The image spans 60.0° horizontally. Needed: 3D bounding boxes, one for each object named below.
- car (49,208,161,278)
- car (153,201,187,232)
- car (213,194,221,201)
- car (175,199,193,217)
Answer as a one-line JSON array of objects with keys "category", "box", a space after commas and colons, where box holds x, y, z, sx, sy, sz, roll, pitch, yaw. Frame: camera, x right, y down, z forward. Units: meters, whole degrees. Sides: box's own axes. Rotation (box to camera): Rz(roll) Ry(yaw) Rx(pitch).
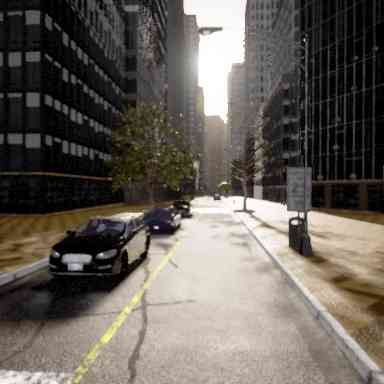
[{"category": "car", "box": [-2.525, 1.476, 10.180, 2.128, 1.511, 4.902, 0, 0, 4]}, {"category": "car", "box": [-1.725, 1.525, 20.531, 2.033, 1.411, 5.357, 0, 0, 4]}, {"category": "car", "box": [6.667, 1.567, 88.793, 1.994, 1.385, 4.181, 0, 0, 4]}, {"category": "car", "box": [-0.932, 1.478, 30.611, 1.837, 1.490, 4.892, 0, 0, 4]}]
